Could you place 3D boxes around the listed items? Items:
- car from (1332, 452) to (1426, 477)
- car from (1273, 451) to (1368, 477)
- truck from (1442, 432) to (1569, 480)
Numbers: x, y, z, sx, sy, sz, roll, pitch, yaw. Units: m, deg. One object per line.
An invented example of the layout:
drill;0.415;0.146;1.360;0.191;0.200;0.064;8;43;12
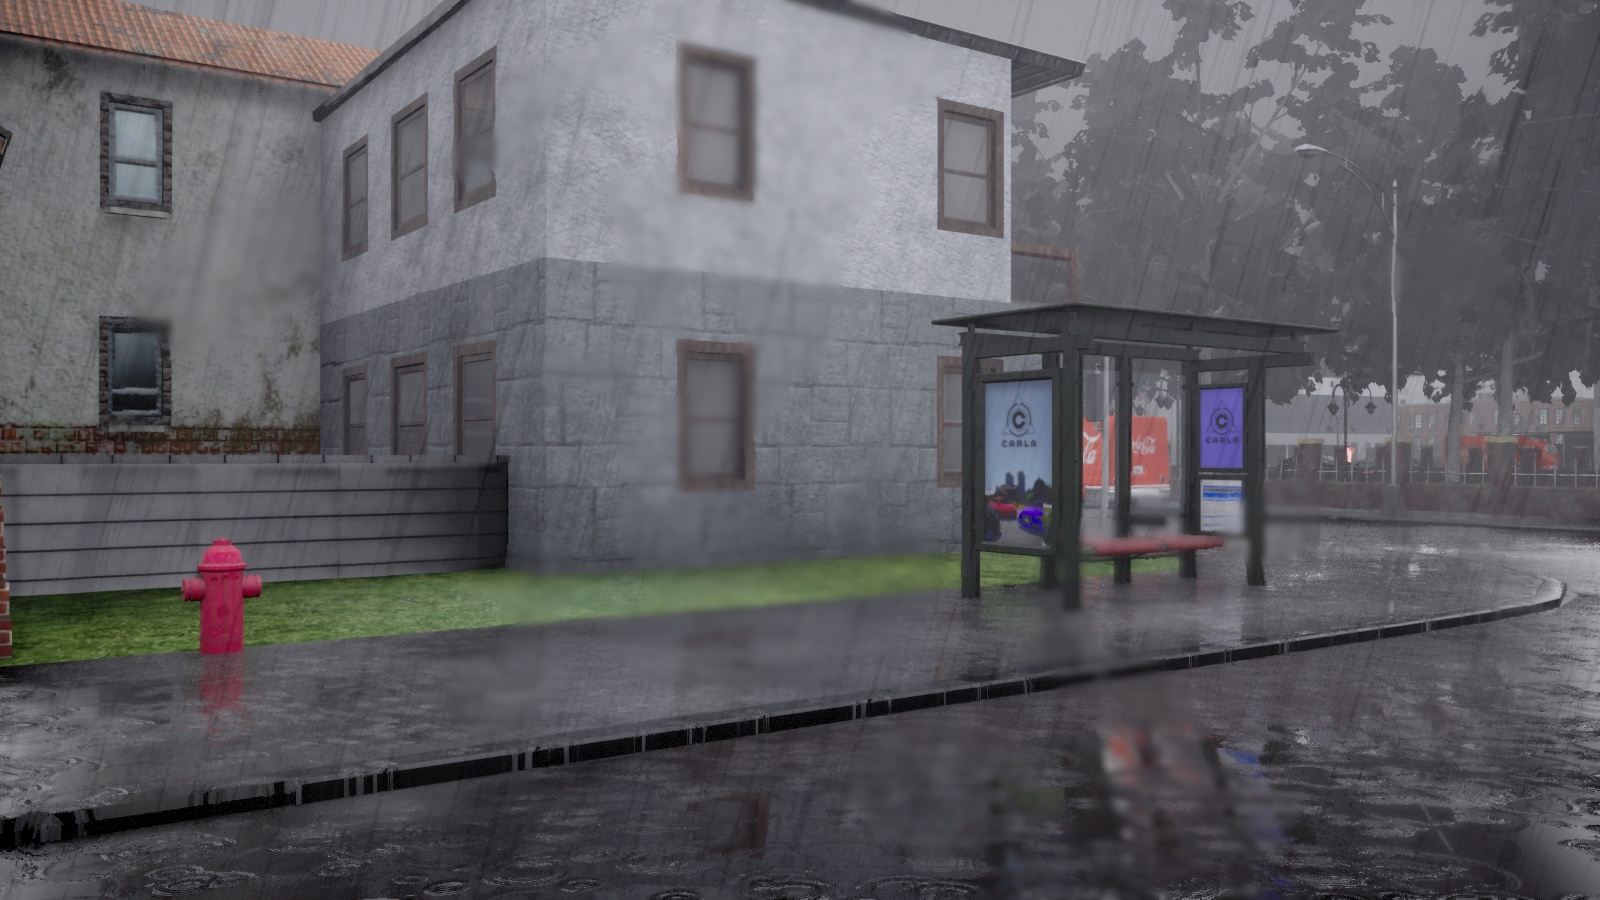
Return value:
car;35.339;0.858;76.797;2.163;1.488;4.792;0;0;-35
car;31.273;0.820;75.614;2.128;1.511;4.902;0;0;-35
truck;37.481;0.354;66.856;2.627;2.467;5.204;0;-1;-35
